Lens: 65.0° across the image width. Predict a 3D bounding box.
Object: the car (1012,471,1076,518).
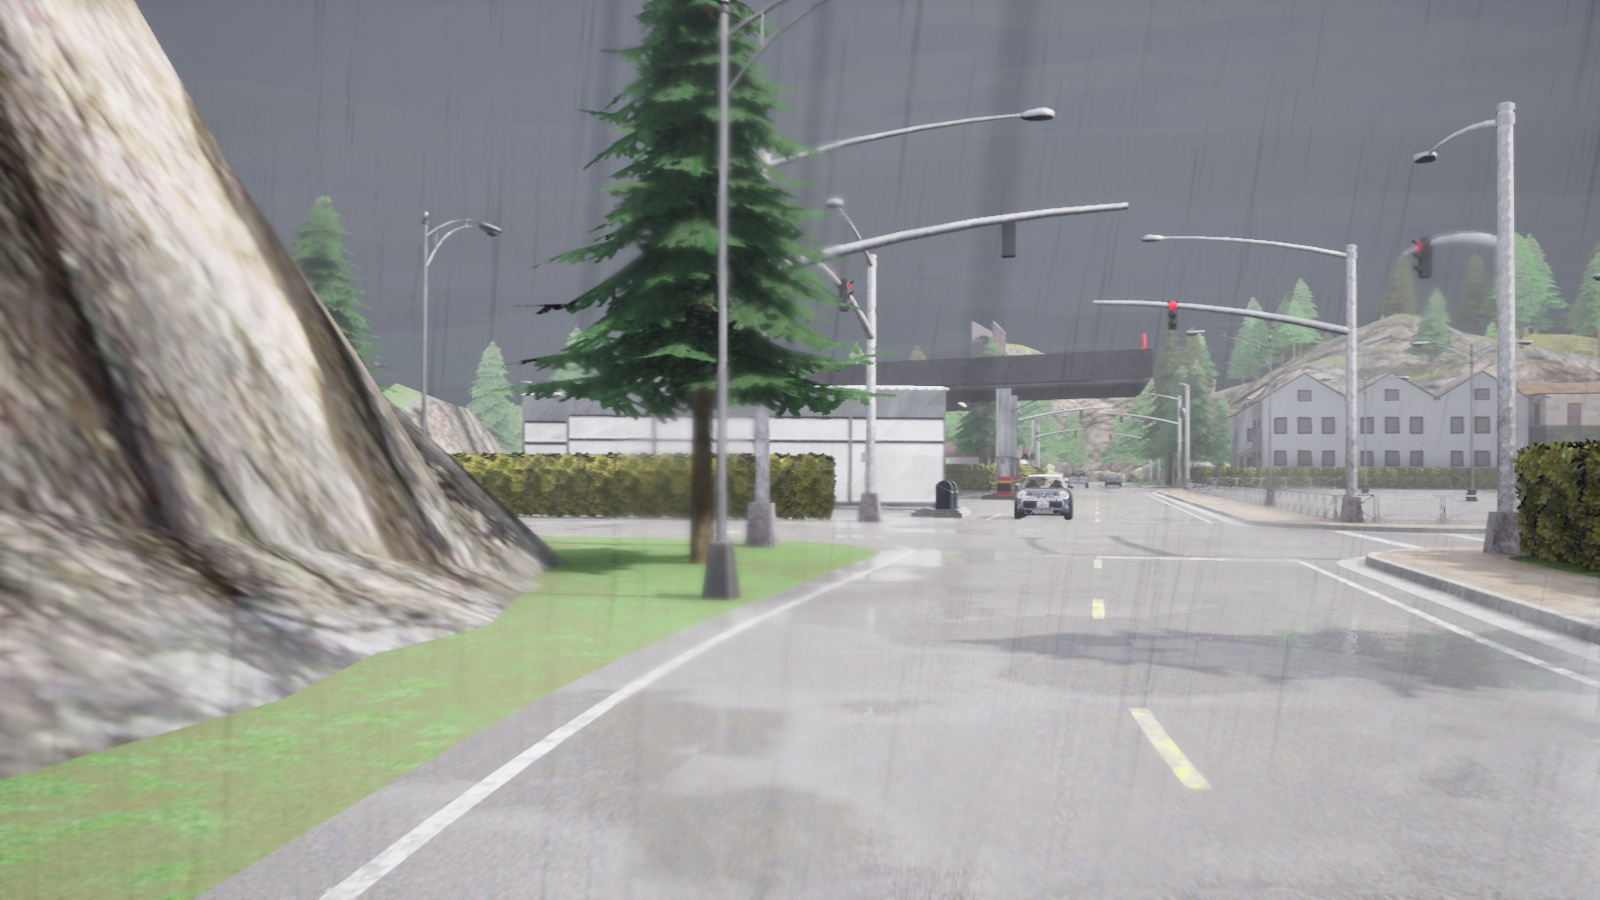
[{"bbox_3d":[8.228,1.460,42.121,1.970,1.475,3.806,0,-1,13],"label":"car"}]
